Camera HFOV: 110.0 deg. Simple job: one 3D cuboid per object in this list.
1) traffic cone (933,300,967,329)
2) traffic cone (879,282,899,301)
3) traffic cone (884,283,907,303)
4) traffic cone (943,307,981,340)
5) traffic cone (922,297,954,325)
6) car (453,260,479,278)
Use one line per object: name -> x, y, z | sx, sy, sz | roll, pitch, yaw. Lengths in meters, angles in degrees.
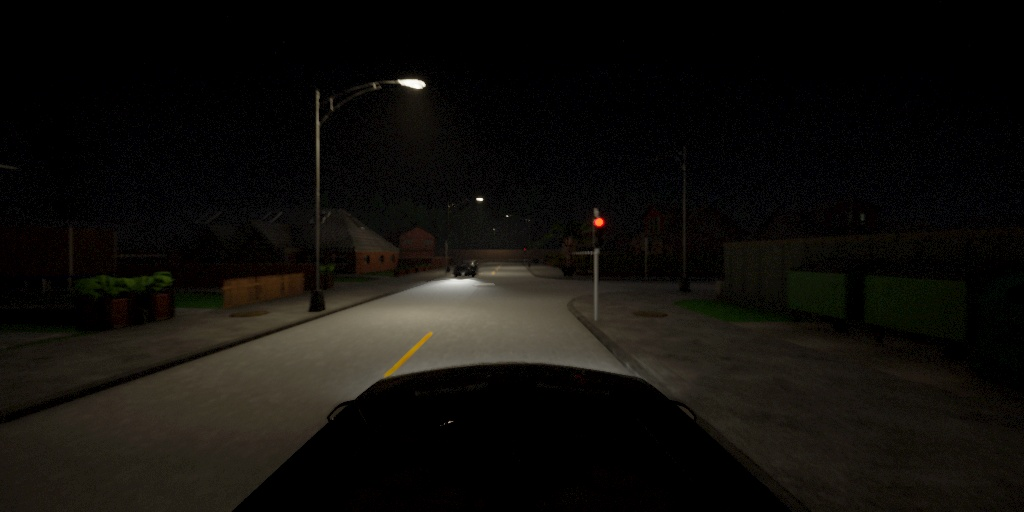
traffic cone -> 11.392, 1.520, 9.325 | 0.344, 0.586, 0.344 | 0, 0, 0
traffic cone -> 16.322, 1.529, 15.497 | 0.344, 0.586, 0.344 | 0, 0, 0
traffic cone -> 15.802, 1.503, 14.777 | 0.344, 0.586, 0.344 | 0, 0, 0
traffic cone -> 10.393, 1.549, 8.285 | 0.344, 0.586, 0.344 | 0, 0, 0
traffic cone -> 11.754, 1.520, 9.895 | 0.344, 0.586, 0.344 | 0, 0, 0
car -> -3.995, 1.151, 31.870 | 2.128, 1.511, 4.902 | 0, 1, 0
